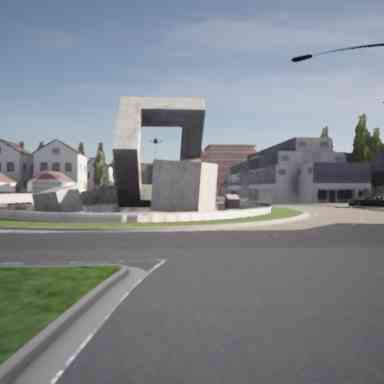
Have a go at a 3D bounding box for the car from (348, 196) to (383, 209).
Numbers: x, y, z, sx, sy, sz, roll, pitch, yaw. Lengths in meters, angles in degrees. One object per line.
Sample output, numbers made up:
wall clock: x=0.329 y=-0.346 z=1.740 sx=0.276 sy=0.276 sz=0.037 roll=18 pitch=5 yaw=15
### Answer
car: x=21.859 y=1.251 z=40.706 sx=4.902 sy=1.511 sz=2.128 roll=0 pitch=1 yaw=16
